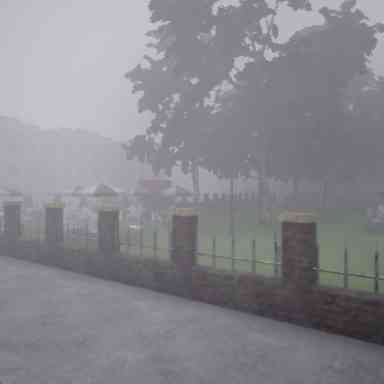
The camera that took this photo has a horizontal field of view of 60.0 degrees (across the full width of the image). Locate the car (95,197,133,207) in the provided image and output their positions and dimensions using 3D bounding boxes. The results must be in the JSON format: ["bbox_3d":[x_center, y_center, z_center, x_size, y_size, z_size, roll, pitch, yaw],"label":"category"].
[{"bbox_3d":[-8.675,1.358,37.346,2.128,1.511,4.902,0,0,36],"label":"car"}]
